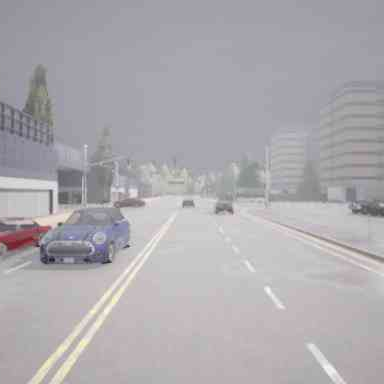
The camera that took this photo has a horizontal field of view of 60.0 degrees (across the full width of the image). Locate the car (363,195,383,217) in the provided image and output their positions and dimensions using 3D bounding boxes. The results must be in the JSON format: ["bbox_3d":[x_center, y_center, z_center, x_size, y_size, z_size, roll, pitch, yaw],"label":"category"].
[{"bbox_3d":[17.800,1.238,29.401,3.866,1.878,1.905,0,0,-2],"label":"car"}]

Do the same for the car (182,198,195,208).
[{"bbox_3d":[-0.587,1.623,52.327,1.882,1.535,5.008,0,0,-2],"label":"car"}]

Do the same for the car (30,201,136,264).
[{"bbox_3d":[-3.534,1.385,11.851,2.097,1.767,4.553,0,0,0],"label":"car"}]

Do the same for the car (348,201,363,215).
[{"bbox_3d":[17.781,1.243,32.295,4.605,1.855,1.932,0,0,-2],"label":"car"}]

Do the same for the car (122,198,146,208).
[{"bbox_3d":[-9.560,1.620,51.215,5.008,1.535,1.882,0,0,13],"label":"car"}]

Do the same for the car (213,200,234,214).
[{"bbox_3d":[3.415,1.606,36.322,1.837,1.490,4.892,0,0,-1],"label":"car"}]

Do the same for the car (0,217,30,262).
[{"bbox_3d":[-7.029,1.636,12.299,1.895,1.301,4.718,0,0,1],"label":"car"}]
